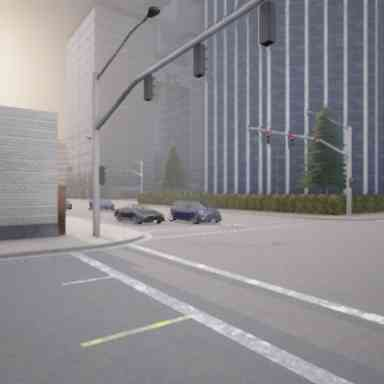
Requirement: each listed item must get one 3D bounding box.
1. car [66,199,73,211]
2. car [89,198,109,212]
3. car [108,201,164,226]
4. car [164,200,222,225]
[{"bbox_3d":[-16.524,1.561,42.099,1.837,1.490,4.892,0,0,-35],"label":"car"},{"bbox_3d":[-10.966,1.532,40.312,1.882,1.535,5.008,0,0,-35],"label":"car"},{"bbox_3d":[-4.020,1.602,24.622,2.033,1.411,5.357,0,0,-36],"label":"car"},{"bbox_3d":[0.180,1.406,24.780,2.097,1.767,4.553,0,0,-36],"label":"car"}]
